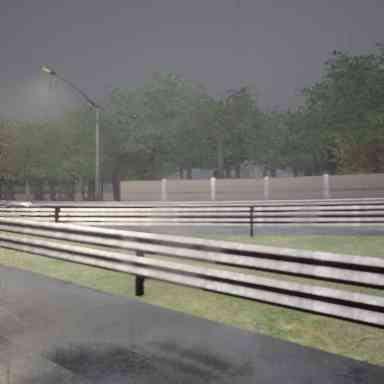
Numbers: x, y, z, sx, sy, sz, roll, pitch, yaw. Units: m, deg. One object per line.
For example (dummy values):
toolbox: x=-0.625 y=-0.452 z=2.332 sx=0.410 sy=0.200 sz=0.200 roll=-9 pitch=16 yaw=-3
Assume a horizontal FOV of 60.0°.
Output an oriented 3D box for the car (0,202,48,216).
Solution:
car: x=-13.198 y=1.517 z=25.089 sx=4.674 sy=1.442 sz=1.812 roll=0 pitch=0 yaw=13
